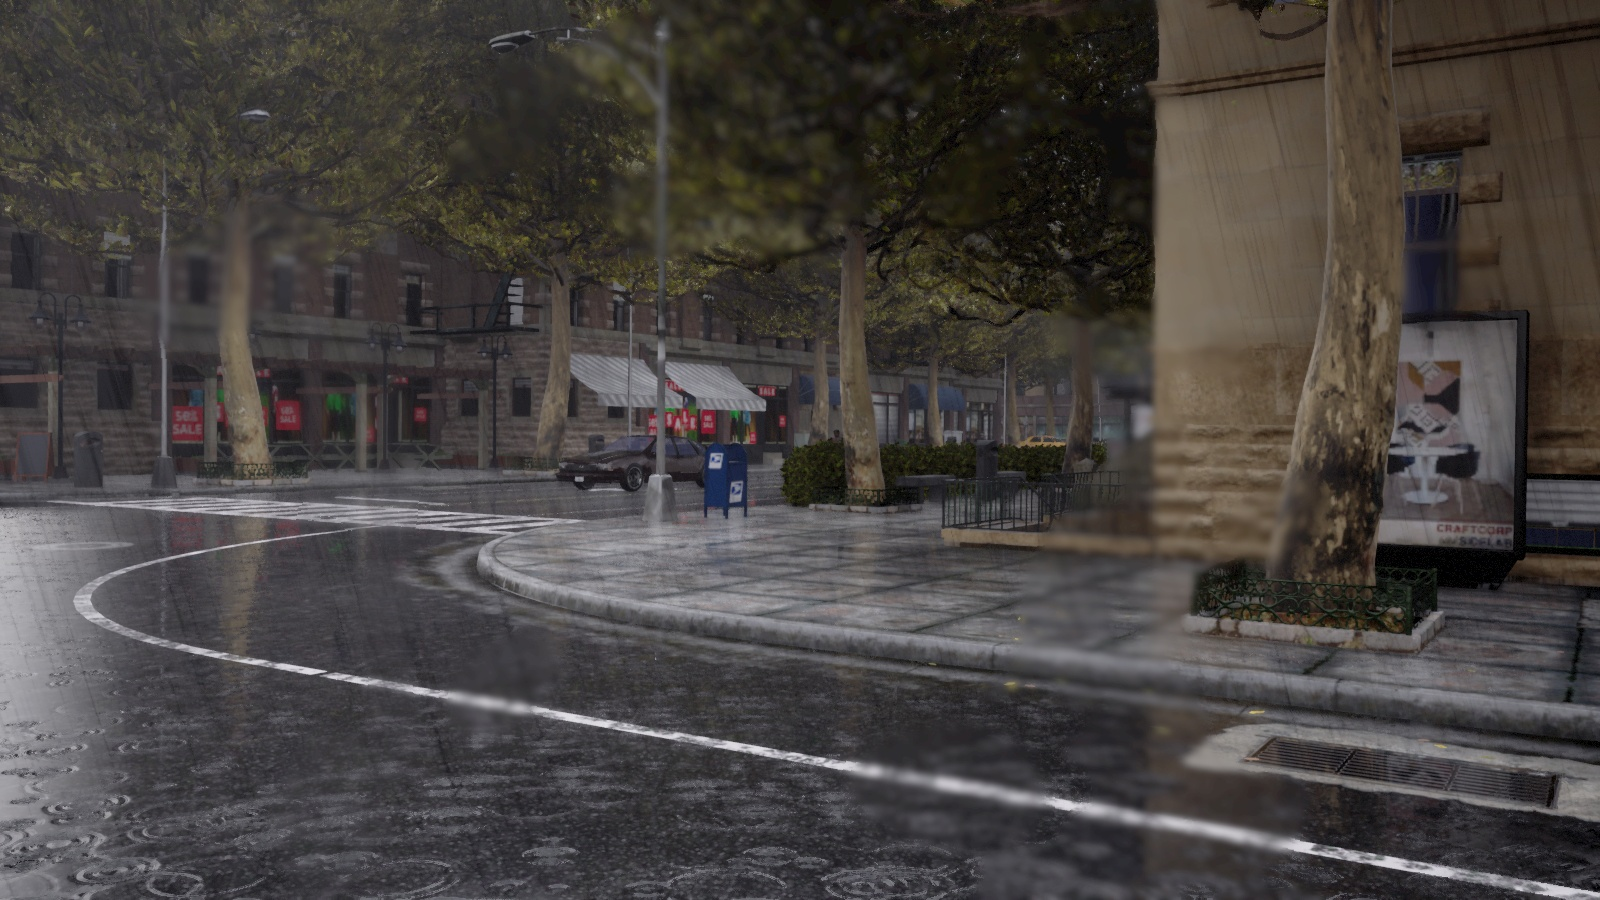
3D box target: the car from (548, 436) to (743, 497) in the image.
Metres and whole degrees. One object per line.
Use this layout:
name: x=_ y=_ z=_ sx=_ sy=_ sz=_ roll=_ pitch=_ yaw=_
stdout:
car: x=-3.879 y=0.368 z=32.640 sx=2.033 sy=1.411 sz=5.357 roll=0 pitch=1 yaw=33

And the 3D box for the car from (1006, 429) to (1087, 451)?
car: x=17.662 y=-0.719 z=90.086 sx=5.366 sy=1.575 sz=1.801 roll=0 pitch=1 yaw=32
